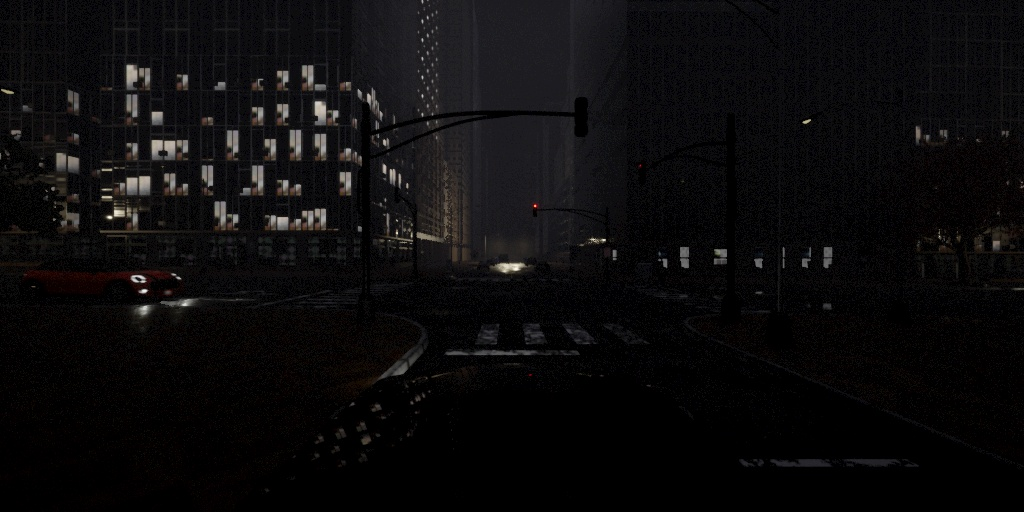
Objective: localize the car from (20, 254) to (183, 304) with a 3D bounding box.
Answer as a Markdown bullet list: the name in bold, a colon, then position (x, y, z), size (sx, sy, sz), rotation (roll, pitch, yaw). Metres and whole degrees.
- **car**: position (-15.849, 0.832, 14.084), size (4.553, 1.767, 2.097), rotation (1, 0, -3)

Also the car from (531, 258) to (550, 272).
- **car**: position (3.880, 1.329, 46.591), size (1.948, 1.339, 4.313), rotation (0, 0, 0)

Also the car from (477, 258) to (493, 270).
- **car**: position (-4.079, 1.342, 52.076), size (1.802, 1.307, 4.207), rotation (0, 0, 0)
